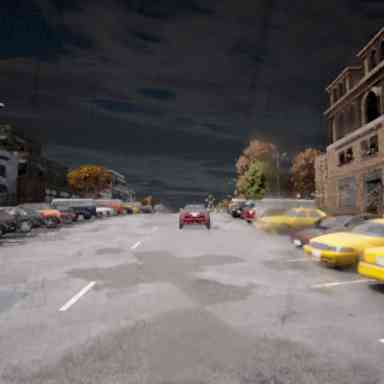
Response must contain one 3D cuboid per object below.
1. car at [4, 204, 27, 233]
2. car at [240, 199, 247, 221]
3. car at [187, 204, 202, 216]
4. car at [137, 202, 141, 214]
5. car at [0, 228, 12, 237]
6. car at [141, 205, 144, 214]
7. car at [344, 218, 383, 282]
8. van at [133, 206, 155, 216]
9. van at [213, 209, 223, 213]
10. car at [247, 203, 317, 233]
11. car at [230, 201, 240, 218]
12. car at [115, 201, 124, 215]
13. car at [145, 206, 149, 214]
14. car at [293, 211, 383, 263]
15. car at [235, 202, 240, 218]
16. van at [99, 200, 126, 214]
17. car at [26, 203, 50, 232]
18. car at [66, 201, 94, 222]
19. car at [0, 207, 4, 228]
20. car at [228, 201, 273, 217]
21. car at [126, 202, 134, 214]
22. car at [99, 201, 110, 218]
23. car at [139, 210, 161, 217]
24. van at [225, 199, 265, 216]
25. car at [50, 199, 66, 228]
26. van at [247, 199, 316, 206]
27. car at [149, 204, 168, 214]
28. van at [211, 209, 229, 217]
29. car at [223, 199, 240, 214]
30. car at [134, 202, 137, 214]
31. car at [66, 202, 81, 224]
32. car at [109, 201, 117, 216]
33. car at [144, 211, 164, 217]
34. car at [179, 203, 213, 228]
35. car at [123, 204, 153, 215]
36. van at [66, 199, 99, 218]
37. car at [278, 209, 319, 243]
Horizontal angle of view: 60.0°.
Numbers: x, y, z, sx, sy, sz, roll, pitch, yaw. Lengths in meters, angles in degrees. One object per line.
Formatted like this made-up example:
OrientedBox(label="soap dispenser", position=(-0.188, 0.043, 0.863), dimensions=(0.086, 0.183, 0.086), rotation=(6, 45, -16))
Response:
OrientedBox(label="car", position=(-11.367, 1.600, 16.885), dimensions=(4.892, 1.521, 2.231), rotation=(-1, 0, -20))
OrientedBox(label="car", position=(6.467, 1.641, 25.877), dimensions=(4.553, 1.767, 2.185), rotation=(1, -1, -19))
OrientedBox(label="car", position=(0.363, 2.219, 42.240), dimensions=(1.812, 1.442, 4.674), rotation=(0, -2, 1))
OrientedBox(label="car", position=(-11.203, 2.637, 51.982), dimensions=(5.366, 1.575, 1.946), rotation=(0, -3, -19))
OrientedBox(label="car", position=(-5.094, 1.563, 4.749), dimensions=(2.033, 1.411, 5.357), rotation=(0, 0, 0))
OrientedBox(label="car", position=(-10.993, 2.826, 54.967), dimensions=(4.892, 1.521, 2.231), rotation=(0, -4, -19))
OrientedBox(label="car", position=(6.581, 1.532, 7.990), dimensions=(5.366, 1.575, 1.946), rotation=(1, -1, -20))
OrientedBox(label="van", position=(-10.561, 4.094, 72.549), dimensions=(4.442, 1.987, 1.878), rotation=(1, -6, -19))
OrientedBox(label="van", position=(7.355, 5.442, 86.539), dimensions=(4.442, 1.987, 1.878), rotation=(3, -6, -19))
OrientedBox(label="car", position=(6.284, 1.658, 19.829), dimensions=(5.366, 1.575, 1.946), rotation=(1, -1, -20))
OrientedBox(label="car", position=(6.573, 1.925, 31.877), dimensions=(4.792, 1.488, 2.163), rotation=(1, -2, -19))
OrientedBox(label="car", position=(-11.155, 2.139, 40.359), dimensions=(4.792, 1.488, 2.163), rotation=(0, -2, -19))
OrientedBox(label="car", position=(-10.881, 3.251, 60.796), dimensions=(4.892, 1.521, 2.231), rotation=(1, -4, -19))
OrientedBox(label="car", position=(6.243, 1.549, 10.856), dimensions=(5.366, 1.575, 1.946), rotation=(1, 0, -20))
OrientedBox(label="car", position=(6.515, 1.867, 28.873), dimensions=(4.674, 1.452, 2.002), rotation=(1, -2, -19))
OrientedBox(label="van", position=(-11.262, 1.987, 43.247), dimensions=(4.442, 1.987, 1.878), rotation=(0, -2, -19))
OrientedBox(label="car", position=(-11.351, 1.644, 19.823), dimensions=(4.892, 1.521, 2.231), rotation=(-1, -1, -20))
OrientedBox(label="car", position=(-11.303, 1.806, 28.621), dimensions=(5.008, 1.535, 2.097), rotation=(0, -1, -20))
OrientedBox(label="car", position=(-11.416, 1.314, 13.942), dimensions=(5.566, 2.045, 2.435), rotation=(-1, 0, -20))
OrientedBox(label="car", position=(6.637, 1.923, 37.862), dimensions=(4.553, 1.767, 2.185), rotation=(1, -2, -19))
OrientedBox(label="car", position=(-11.119, 2.335, 46.206), dimensions=(5.008, 1.535, 2.097), rotation=(0, -3, -19))
OrientedBox(label="car", position=(-11.248, 1.986, 34.488), dimensions=(4.674, 1.452, 2.002), rotation=(0, -2, -19))
OrientedBox(label="car", position=(-10.586, 5.426, 84.099), dimensions=(5.366, 1.575, 1.946), rotation=(1, -6, -19))
OrientedBox(label="van", position=(6.527, 1.909, 40.808), dimensions=(4.442, 1.987, 1.878), rotation=(1, -2, -19))
OrientedBox(label="car", position=(-11.310, 1.565, 22.763), dimensions=(4.553, 1.767, 2.185), rotation=(0, -1, -20))
OrientedBox(label="van", position=(6.370, 1.483, 22.848), dimensions=(4.442, 1.987, 1.878), rotation=(1, -1, -19))
OrientedBox(label="car", position=(-4.666, 2.511, 48.188), dimensions=(1.837, 1.490, 4.892), rotation=(0, -3, 1))
OrientedBox(label="van", position=(7.640, 5.736, 89.553), dimensions=(4.442, 1.987, 1.878), rotation=(3, -6, -19))
OrientedBox(label="car", position=(6.556, 1.717, 34.846), dimensions=(5.566, 2.045, 2.435), rotation=(1, -1, -19))
OrientedBox(label="car", position=(-11.078, 2.479, 49.129), dimensions=(4.892, 1.521, 2.231), rotation=(0, -3, -19))
OrientedBox(label="car", position=(-11.292, 1.776, 25.704), dimensions=(4.792, 1.488, 2.163), rotation=(0, -1, -20))
OrientedBox(label="car", position=(-11.218, 2.064, 37.426), dimensions=(4.674, 1.452, 2.002), rotation=(0, -2, -19))
OrientedBox(label="car", position=(-10.270, 5.996, 89.998), dimensions=(4.892, 1.521, 2.231), rotation=(1, -6, -19))
OrientedBox(label="car", position=(0.191, 1.586, 23.959), dimensions=(2.097, 1.767, 4.553), rotation=(0, -1, 0))
OrientedBox(label="car", position=(-10.762, 3.509, 66.675), dimensions=(5.566, 2.045, 2.435), rotation=(1, -6, -19))
OrientedBox(label="van", position=(-11.383, 1.648, 31.520), dimensions=(4.442, 1.987, 1.878), rotation=(0, -1, -19))
OrientedBox(label="car", position=(6.400, 1.615, 13.897), dimensions=(4.792, 1.488, 2.163), rotation=(1, 0, -20))
